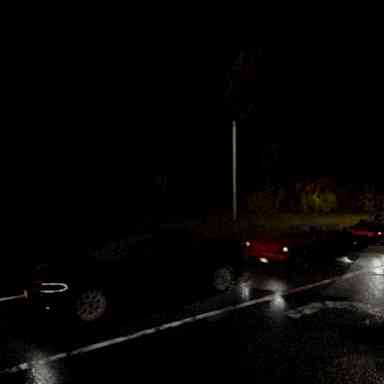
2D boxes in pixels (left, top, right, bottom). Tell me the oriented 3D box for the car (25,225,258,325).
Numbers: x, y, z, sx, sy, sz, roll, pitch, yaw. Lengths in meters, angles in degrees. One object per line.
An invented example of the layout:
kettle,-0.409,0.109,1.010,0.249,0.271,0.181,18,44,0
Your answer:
car,-0.998,1.574,7.514,5.008,1.535,1.882,0,-1,-36

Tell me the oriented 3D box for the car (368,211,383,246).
car,8.870,1.599,14.787,4.902,1.511,2.128,0,-1,-36

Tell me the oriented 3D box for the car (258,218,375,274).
car,3.901,1.703,11.130,4.718,1.301,1.895,0,-1,-36
